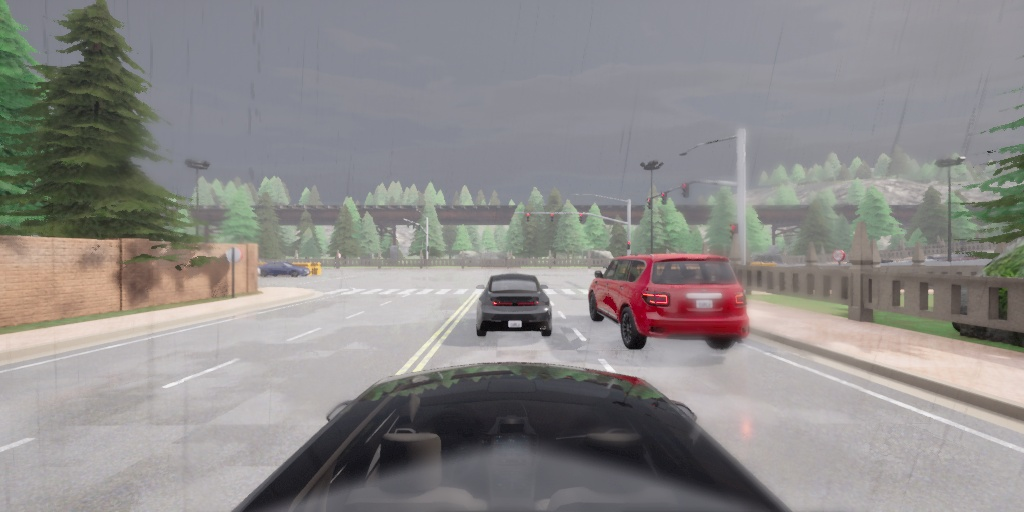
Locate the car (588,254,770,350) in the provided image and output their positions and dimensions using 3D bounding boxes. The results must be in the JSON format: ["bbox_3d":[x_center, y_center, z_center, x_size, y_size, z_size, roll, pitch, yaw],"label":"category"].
[{"bbox_3d":[3.517,0.971,9.233,2.150,2.045,5.566,0,0,0],"label":"car"}]

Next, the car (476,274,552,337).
[{"bbox_3d":[0.021,1.255,10.334,1.837,1.490,4.892,0,0,-1],"label":"car"}]

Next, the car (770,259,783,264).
[{"bbox_3d":[29.151,1.297,41.114,5.357,1.411,2.033,0,0,0],"label":"car"}]

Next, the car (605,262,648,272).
[{"bbox_3d":[14.214,1.350,44.578,4.718,1.301,1.895,0,0,0],"label":"car"}]

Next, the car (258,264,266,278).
[{"bbox_3d":[-24.512,0.972,30.312,5.566,2.045,2.150,0,0,0],"label":"car"}]

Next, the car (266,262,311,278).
[{"bbox_3d":[-21.555,1.275,33.817,4.674,1.442,1.812,0,0,0],"label":"car"}]

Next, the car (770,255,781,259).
[{"bbox_3d":[30.678,0.968,44.623,5.566,2.045,2.150,0,0,-1],"label":"car"}]

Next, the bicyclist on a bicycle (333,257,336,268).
[{"bbox_3d":[-27.410,1.050,55.790,0.582,1.620,1.656,0,0,0],"label":"bicyclist on a bicycle"}]
